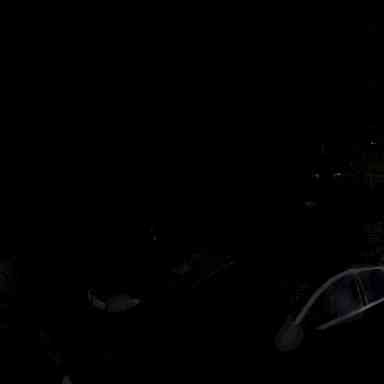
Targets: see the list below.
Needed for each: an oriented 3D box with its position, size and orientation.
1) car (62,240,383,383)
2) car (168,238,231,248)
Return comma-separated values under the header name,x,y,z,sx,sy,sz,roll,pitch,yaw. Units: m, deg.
name,x,y,z,sx,sy,sz,roll,pitch,yaw
car,1.088,1.491,3.837,4.902,1.511,2.128,0,0,-35
car,0.153,1.582,6.287,4.206,1.307,1.802,0,0,-35
